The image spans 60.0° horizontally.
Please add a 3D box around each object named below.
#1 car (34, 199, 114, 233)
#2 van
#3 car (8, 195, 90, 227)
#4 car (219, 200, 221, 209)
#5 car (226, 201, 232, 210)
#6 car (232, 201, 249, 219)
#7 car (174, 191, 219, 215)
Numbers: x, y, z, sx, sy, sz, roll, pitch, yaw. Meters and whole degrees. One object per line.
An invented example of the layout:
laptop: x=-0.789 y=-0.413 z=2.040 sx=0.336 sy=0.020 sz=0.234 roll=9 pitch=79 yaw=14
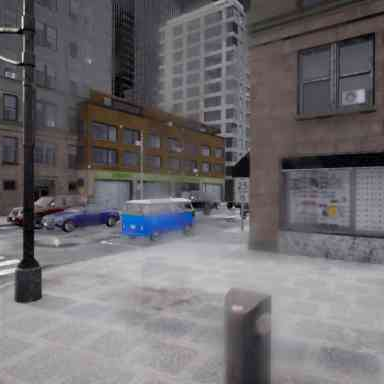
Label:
car: x=-6.145 y=1.351 z=18.898 sx=1.812 sy=1.442 sz=4.674 roll=0 pitch=1 yaw=35
van: x=-1.406 y=1.208 z=15.425 sx=1.690 sy=1.788 sz=3.998 roll=1 pitch=1 yaw=35
car: x=-8.368 y=1.123 z=20.344 sx=2.192 sy=1.841 sz=5.009 roll=1 pitch=1 yaw=35
car: x=1.341 y=1.167 z=34.091 sx=1.947 sy=1.339 sz=4.313 roll=1 pitch=2 yaw=35
car: x=5.485 y=1.178 z=35.344 sx=1.895 sy=1.301 sz=4.718 roll=1 pitch=1 yaw=36
car: x=5.066 y=1.280 z=24.589 sx=2.008 sy=1.369 sz=4.403 roll=1 pitch=1 yaw=35
car: x=-0.376 y=0.924 z=27.056 sx=2.150 sy=2.045 sz=5.566 roll=0 pitch=1 yaw=35
